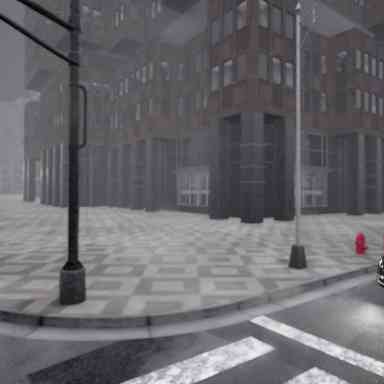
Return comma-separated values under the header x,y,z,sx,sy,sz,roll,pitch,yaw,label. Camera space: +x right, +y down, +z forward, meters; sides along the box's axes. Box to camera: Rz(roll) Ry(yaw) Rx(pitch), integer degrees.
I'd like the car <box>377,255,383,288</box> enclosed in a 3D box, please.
x,y,z,sx,sy,sz,roll,pitch,yaw,label
6.265,1.519,7.992,4.892,1.490,1.837,0,0,-38,car
